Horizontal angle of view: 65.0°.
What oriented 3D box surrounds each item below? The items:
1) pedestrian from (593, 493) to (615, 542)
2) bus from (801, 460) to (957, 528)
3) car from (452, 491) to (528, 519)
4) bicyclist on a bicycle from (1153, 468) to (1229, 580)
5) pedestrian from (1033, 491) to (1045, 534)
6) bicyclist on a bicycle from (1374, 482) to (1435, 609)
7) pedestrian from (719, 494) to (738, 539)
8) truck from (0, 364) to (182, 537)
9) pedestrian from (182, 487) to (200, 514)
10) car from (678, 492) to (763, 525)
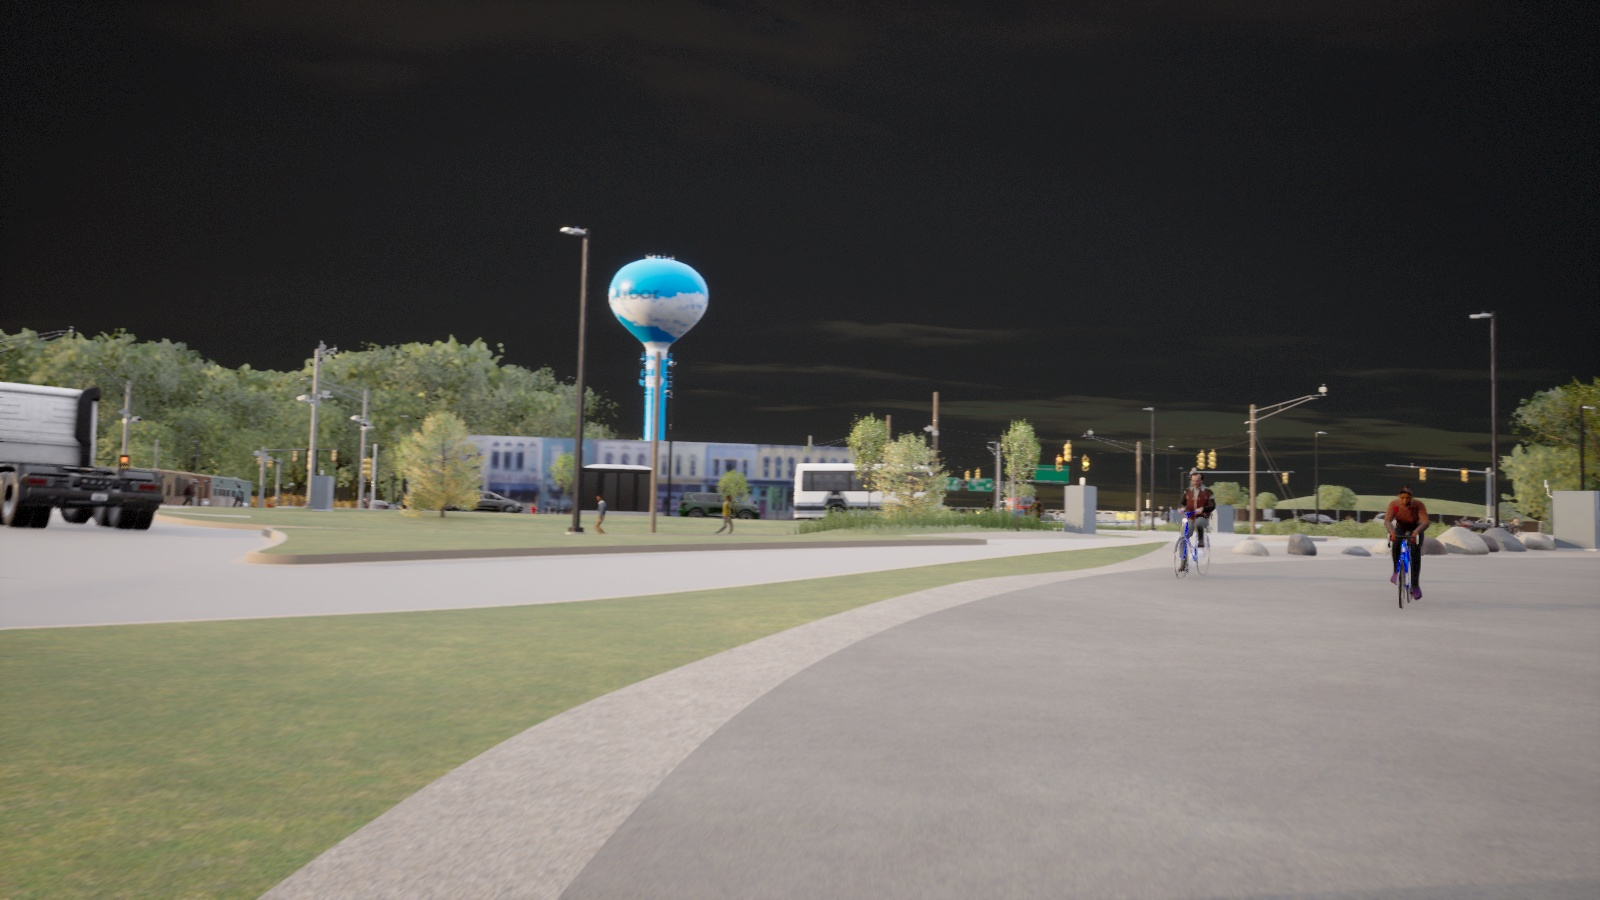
[{"bbox_3d":[-7.797,2.685,49.869,0.788,1.949,0.423,2,-4,-13],"label":"pedestrian"},{"bbox_3d":[5.258,3.036,85.433,10.273,4.253,3.944,0,-6,-1],"label":"bus"},{"bbox_3d":[-20.345,3.605,82.559,4.611,1.667,2.242,2,-4,-9],"label":"car"},{"bbox_3d":[6.525,1.203,20.890,0.659,1.776,1.843,0,-1,35],"label":"bicyclist on a bicycle"},{"bbox_3d":[10.900,2.842,57.279,0.395,1.930,0.692,1,-4,0],"label":"pedestrian"},{"bbox_3d":[8.123,1.238,16.843,0.582,1.620,1.656,0,-1,31],"label":"bicyclist on a bicycle"},{"bbox_3d":[-2.940,2.726,51.722,0.709,1.840,0.431,2,-4,-9],"label":"pedestrian"},{"bbox_3d":[-17.488,0.158,29.405,2.891,3.462,7.936,6,-5,-44],"label":"truck"},{"bbox_3d":[-43.032,3.587,88.691,0.899,1.844,0.634,1,-4,-7],"label":"pedestrian"},{"bbox_3d":[-5.368,3.977,84.660,5.566,2.045,2.150,2,-4,-8],"label":"car"}]
